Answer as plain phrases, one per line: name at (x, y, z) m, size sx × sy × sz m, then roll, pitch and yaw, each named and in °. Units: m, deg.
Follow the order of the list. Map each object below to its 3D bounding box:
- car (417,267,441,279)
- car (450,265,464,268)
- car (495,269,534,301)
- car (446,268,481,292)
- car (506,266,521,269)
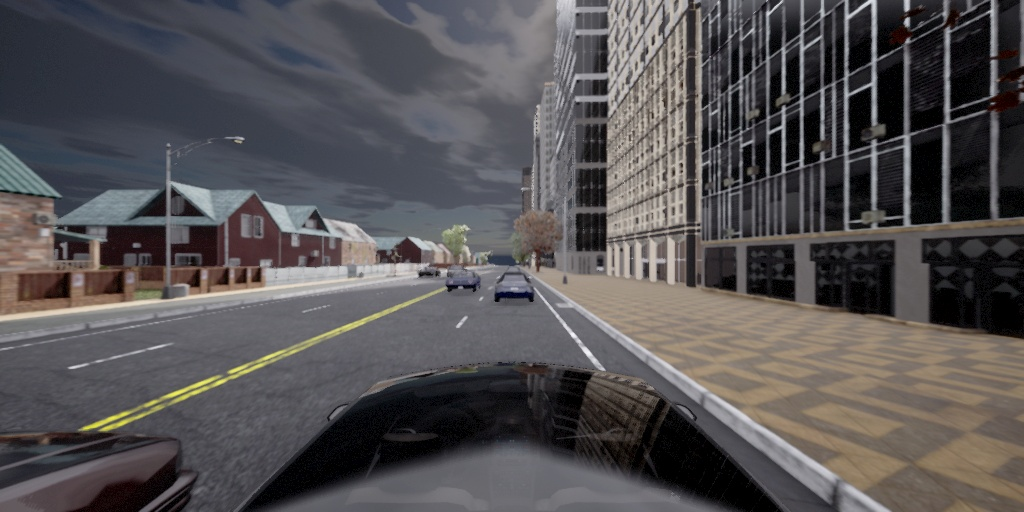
car at (-9.757, 1.970, 42.533) m, size 1.895 × 1.301 × 4.718 m, roll 0°, pitch -1°, yaw 1°
car at (-6.509, 1.860, 42.416) m, size 2.128 × 1.511 × 4.902 m, roll 0°, pitch -1°, yaw 1°
car at (0.115, 1.565, 19.087) m, size 1.994 × 1.385 × 4.181 m, roll 0°, pitch -1°, yaw 0°
car at (-3.131, 1.679, 24.159) m, size 1.895 × 1.301 × 4.718 m, roll 0°, pitch -1°, yaw 0°
car at (0.137, 1.951, 43.549) m, size 1.994 × 1.385 × 4.181 m, roll 0°, pitch -1°, yaw 0°
